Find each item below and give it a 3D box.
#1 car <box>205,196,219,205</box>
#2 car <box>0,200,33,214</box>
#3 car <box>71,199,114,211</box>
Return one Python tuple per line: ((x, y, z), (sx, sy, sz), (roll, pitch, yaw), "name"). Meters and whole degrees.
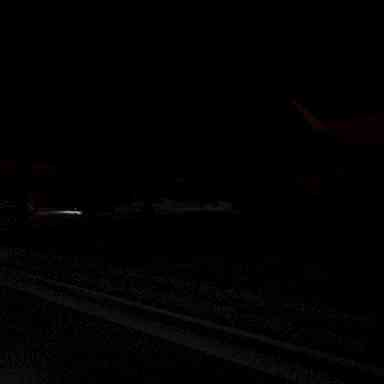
((3.486, 1.505, 58.535), (1.837, 1.490, 4.892), (0, 0, 14), "car")
((-17.750, 1.526, 32.082), (1.812, 1.442, 4.674), (0, 0, 34), "car")
((-11.990, 1.547, 40.650), (2.033, 1.411, 5.357), (0, 0, 34), "car")
